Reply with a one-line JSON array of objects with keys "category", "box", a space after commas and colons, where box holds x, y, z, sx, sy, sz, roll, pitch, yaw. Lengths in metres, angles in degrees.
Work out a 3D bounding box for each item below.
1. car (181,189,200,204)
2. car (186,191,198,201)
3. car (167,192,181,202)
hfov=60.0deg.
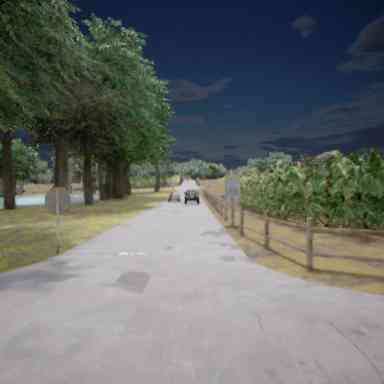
[{"category": "car", "box": [-0.006, 0.629, 47.576, 2.150, 2.045, 5.566, 0, 1, 0]}, {"category": "car", "box": [-0.006, 0.597, 57.967, 1.882, 1.535, 5.008, 0, 2, 0]}, {"category": "car", "box": [-2.756, 0.816, 52.141, 1.812, 1.442, 4.674, 0, 2, 0]}]
